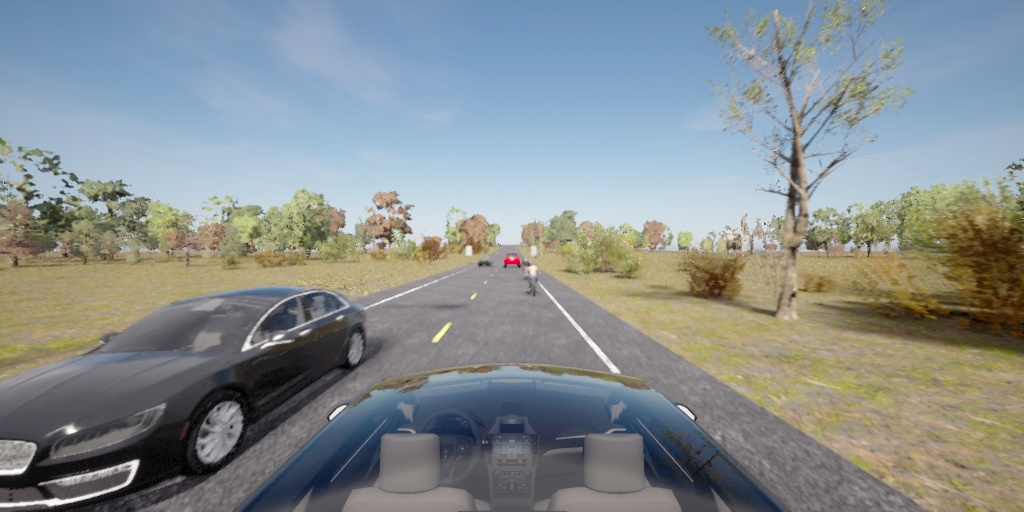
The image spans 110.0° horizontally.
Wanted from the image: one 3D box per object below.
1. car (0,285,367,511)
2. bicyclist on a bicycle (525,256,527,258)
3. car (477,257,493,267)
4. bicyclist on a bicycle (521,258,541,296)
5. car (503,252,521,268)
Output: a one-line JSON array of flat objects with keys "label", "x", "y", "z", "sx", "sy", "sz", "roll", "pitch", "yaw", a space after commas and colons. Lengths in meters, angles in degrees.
[{"label": "car", "x": -3.597, "y": 1.219, "z": 4.799, "sx": 1.837, "sy": 1.490, "sz": 4.892, "roll": 0, "pitch": 1, "yaw": 0}, {"label": "bicyclist on a bicycle", "x": 0.972, "y": 0.843, "z": 25.473, "sx": 0.659, "sy": 1.776, "sz": 1.843, "roll": 0, "pitch": 1, "yaw": 0}, {"label": "car", "x": -3.535, "y": 0.812, "z": 47.878, "sx": 1.895, "sy": 1.301, "sz": 4.718, "roll": 0, "pitch": 1, "yaw": 1}, {"label": "bicyclist on a bicycle", "x": 0.972, "y": 1.011, "z": 16.780, "sx": 0.866, "sy": 1.612, "sz": 1.509, "roll": 0, "pitch": 1, "yaw": 0}, {"label": "car", "x": 0.034, "y": 0.446, "z": 46.964, "sx": 2.150, "sy": 2.045, "sz": 5.566, "roll": 0, "pitch": 1, "yaw": 0}]
